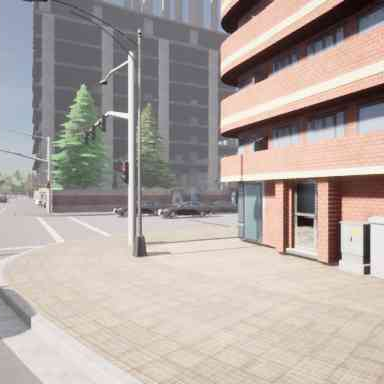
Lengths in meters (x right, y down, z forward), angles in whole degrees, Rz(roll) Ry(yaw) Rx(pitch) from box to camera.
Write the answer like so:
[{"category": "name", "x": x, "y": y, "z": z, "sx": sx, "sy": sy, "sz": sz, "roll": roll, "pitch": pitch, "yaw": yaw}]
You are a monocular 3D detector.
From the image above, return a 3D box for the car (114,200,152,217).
[{"category": "car", "x": -4.945, "y": 1.547, "z": 31.578, "sx": 4.902, "sy": 1.511, "sz": 2.128, "roll": 0, "pitch": 0, "yaw": -27}]

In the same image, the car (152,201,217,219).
[{"category": "car", "x": -0.641, "y": 1.547, "z": 29.819, "sx": 4.902, "sy": 1.511, "sz": 2.128, "roll": 0, "pitch": 0, "yaw": -27}]

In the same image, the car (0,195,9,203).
[{"category": "car", "x": -37.931, "y": 1.595, "z": 66.052, "sx": 1.895, "sy": 1.301, "sz": 4.718, "roll": 0, "pitch": 0, "yaw": -27}]

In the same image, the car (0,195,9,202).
[{"category": "car", "x": -42.448, "y": 1.500, "z": 74.912, "sx": 1.837, "sy": 1.490, "sz": 4.892, "roll": 0, "pitch": 0, "yaw": -27}]

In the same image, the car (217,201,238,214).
[{"category": "car", "x": 3.022, "y": 1.619, "z": 35.572, "sx": 4.181, "sy": 1.385, "sz": 1.994, "roll": 0, "pitch": 0, "yaw": -27}]
